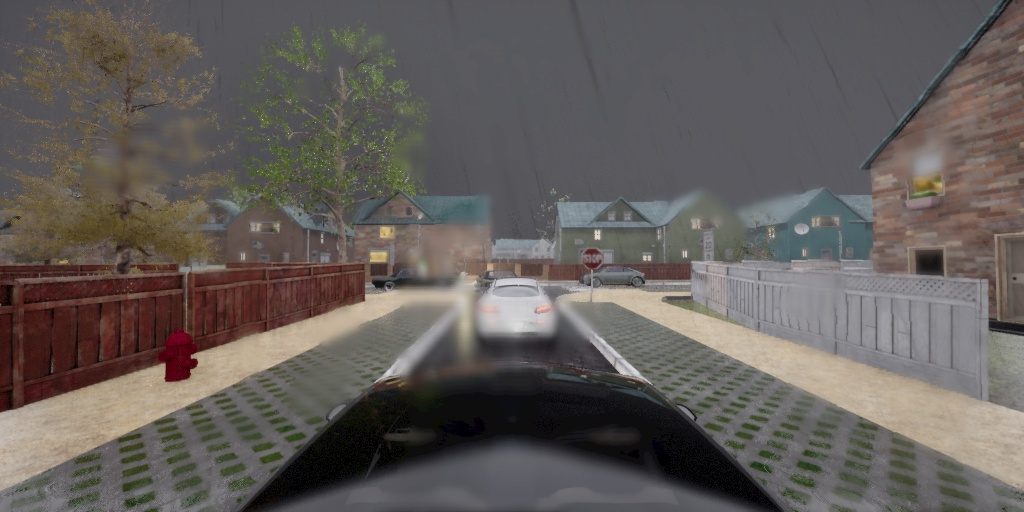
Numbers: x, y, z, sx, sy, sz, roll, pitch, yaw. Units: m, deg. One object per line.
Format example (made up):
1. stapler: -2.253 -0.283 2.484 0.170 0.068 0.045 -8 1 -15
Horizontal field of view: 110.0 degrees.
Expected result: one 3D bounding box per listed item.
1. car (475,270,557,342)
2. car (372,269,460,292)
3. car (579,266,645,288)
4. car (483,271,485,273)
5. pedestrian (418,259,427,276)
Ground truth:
1. car: 0.108 1.279 9.665 1.812 1.442 4.674 0 0 0
2. car: -5.470 1.416 20.872 4.718 1.301 1.895 -1 -1 1
3. car: 6.552 1.344 23.655 4.181 1.385 1.994 0 -1 1
4. car: -0.746 1.366 18.485 1.895 1.301 4.718 0 -1 -12
5. pedestrian: -6.685 1.118 26.758 0.375 1.860 0.375 0 -1 1
